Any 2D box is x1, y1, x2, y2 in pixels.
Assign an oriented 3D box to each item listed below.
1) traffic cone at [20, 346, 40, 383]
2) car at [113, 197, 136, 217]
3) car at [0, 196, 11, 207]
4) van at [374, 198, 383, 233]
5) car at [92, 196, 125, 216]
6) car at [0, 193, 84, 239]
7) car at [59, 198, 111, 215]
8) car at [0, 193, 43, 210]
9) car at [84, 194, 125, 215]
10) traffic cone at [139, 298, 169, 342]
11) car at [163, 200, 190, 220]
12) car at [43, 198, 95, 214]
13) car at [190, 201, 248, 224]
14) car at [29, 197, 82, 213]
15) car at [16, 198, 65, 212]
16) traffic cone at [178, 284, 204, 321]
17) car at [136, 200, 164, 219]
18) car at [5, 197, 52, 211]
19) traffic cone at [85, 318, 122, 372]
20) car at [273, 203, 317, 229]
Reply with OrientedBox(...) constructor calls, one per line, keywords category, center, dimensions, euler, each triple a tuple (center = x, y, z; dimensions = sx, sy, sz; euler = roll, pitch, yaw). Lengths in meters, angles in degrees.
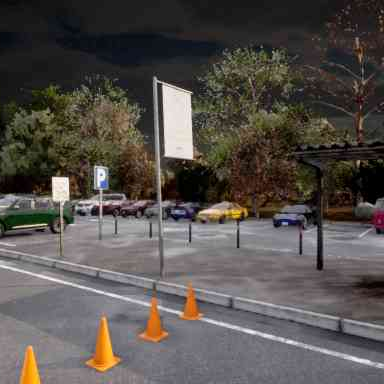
OrientedBox(category="traffic cone", center=(-1.742, 1.957, 3.570), dimensions=(0.340, 0.580, 0.340), euler=(0, 0, 35))
OrientedBox(category="car", center=(-4.317, 1.469, 30.096), dimensions=(2.097, 1.535, 5.008), euler=(0, 0, 35))
OrientedBox(category="car", center=(-29.195, 1.332, 47.808), dimensions=(1.946, 1.575, 5.366), euler=(1, 0, 35))
OrientedBox(category="van", center=(11.641, 1.263, 19.013), dimensions=(1.878, 1.987, 4.442), euler=(0, 0, 35))
OrientedBox(category="car", center=(-6.588, 1.466, 31.692), dimensions=(2.097, 1.535, 5.008), euler=(0, 0, 35))
OrientedBox(category="car", center=(-8.876, 1.221, 17.272), dimensions=(2.435, 2.045, 5.566), euler=(0, 0, 35))
OrientedBox(category="car", center=(-11.134, 1.461, 34.875), dimensions=(2.231, 1.521, 4.892), euler=(0, 0, 35))
OrientedBox(category="car", center=(-22.504, 1.153, 42.842), dimensions=(2.435, 2.045, 5.566), euler=(0, 0, 35))
OrientedBox(category="car", center=(-8.878, 1.212, 33.261), dimensions=(2.435, 2.045, 5.566), euler=(0, 0, 35))
OrientedBox(category="traffic cone", center=(-0.591, 1.957, 5.202), dimensions=(0.340, 0.580, 0.340), euler=(0, 0, 35))
OrientedBox(category="car", center=(0.238, 1.504, 26.923), dimensions=(2.163, 1.488, 4.792), euler=(0, 0, 35))
OrientedBox(category="car", center=(-13.406, 1.454, 36.474), dimensions=(2.097, 1.535, 5.008), euler=(0, 0, 35))
OrientedBox(category="car", center=(2.385, 1.474, 25.151), dimensions=(1.946, 1.575, 5.366), euler=(0, 0, 35))
OrientedBox(category="car", center=(-15.569, 1.444, 38.226), dimensions=(1.946, 1.575, 5.366), euler=(0, 0, 35))
OrientedBox(category="car", center=(-17.960, 1.468, 39.646), dimensions=(2.163, 1.488, 4.792), euler=(0, 0, 35))
OrientedBox(category="traffic cone", center=(-0.016, 1.957, 6.018), dimensions=(0.340, 0.580, 0.340), euler=(0, 0, 36))
OrientedBox(category="car", center=(-2.045, 1.473, 28.500), dimensions=(2.231, 1.521, 4.892), euler=(0, 0, 35))
OrientedBox(category="car", center=(-20.203, 1.452, 41.294), dimensions=(2.163, 1.488, 4.792), euler=(0, 0, 35))
OrientedBox(category="traffic cone", center=(-1.166, 1.957, 4.386), dimensions=(0.340, 0.580, 0.340), euler=(0, 0, 35))
OrientedBox(category="car", center=(7.017, 1.513, 22.086), dimensions=(2.163, 1.488, 4.792), euler=(0, 0, 35))
